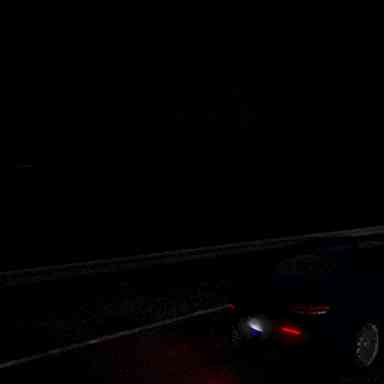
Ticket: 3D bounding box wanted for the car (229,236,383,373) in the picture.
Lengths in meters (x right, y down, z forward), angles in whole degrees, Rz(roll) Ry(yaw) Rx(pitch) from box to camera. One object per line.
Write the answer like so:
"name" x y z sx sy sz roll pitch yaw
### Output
"car" 2.703 1.486 5.530 4.674 1.442 1.812 0 0 -34
